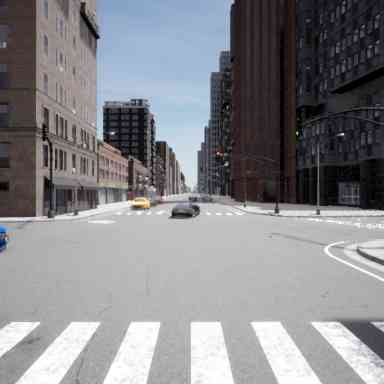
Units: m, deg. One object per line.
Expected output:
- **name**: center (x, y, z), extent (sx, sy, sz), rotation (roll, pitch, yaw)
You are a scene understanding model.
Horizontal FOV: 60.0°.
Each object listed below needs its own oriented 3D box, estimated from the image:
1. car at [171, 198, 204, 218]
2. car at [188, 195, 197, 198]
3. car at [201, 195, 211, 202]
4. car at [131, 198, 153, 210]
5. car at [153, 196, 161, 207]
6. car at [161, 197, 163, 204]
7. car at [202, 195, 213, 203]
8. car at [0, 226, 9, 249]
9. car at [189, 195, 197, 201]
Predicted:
- **car**: center (-0.517, 1.569, 30.267), extent (1.994, 1.385, 4.181), rotation (0, 0, 12)
- **car**: center (0.129, 1.485, 70.970), extent (1.882, 1.535, 5.008), rotation (0, 0, 0)
- **car**: center (3.398, 1.500, 81.384), extent (2.128, 1.511, 4.902), rotation (0, 0, 0)
- **car**: center (-6.521, 1.486, 42.196), extent (1.882, 1.535, 5.008), rotation (0, 0, 0)
- **car**: center (-6.490, 1.574, 51.446), extent (1.994, 1.385, 4.181), rotation (0, 0, 1)
- **car**: center (-6.450, 1.488, 61.867), extent (1.882, 1.535, 5.008), rotation (0, 0, 0)
- **car**: center (3.379, 1.532, 70.964), extent (2.128, 1.511, 4.902), rotation (0, 0, 0)
- **car**: center (-9.109, 1.406, 11.385), extent (5.008, 1.535, 1.882), rotation (1, 1, -18)
- **car**: center (0.148, 1.453, 81.389), extent (1.882, 1.535, 5.008), rotation (0, 0, 0)
